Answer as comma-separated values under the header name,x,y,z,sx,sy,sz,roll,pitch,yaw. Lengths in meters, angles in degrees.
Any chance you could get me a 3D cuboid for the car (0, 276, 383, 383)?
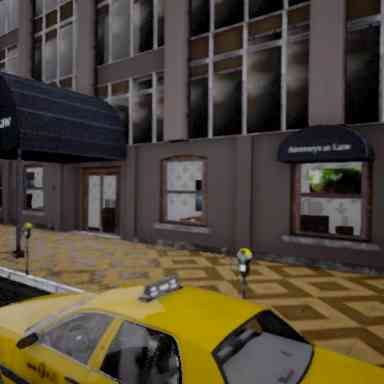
name,x,y,z,sx,sy,sz,roll,pitch,yaw
car,-0.505,1.500,3.222,4.829,1.417,1.752,1,1,35
